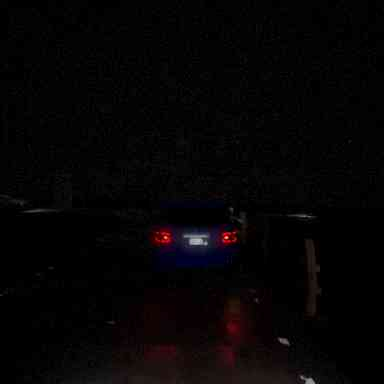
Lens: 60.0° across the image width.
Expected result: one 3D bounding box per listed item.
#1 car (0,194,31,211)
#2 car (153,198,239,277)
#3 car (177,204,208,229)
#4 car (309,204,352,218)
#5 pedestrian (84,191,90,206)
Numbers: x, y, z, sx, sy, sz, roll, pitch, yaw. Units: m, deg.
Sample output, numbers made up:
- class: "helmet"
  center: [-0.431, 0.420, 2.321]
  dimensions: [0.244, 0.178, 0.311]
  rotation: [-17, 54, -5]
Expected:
- class: "car"
  center: [-18.071, 0.977, 32.088]
  dimensions: [4.674, 1.442, 1.812]
  rotation: [2, 3, 0]
- class: "car"
  center: [0.095, 1.200, 10.287]
  dimensions: [2.150, 2.045, 5.566]
  rotation: [0, 1, 0]
- class: "car"
  center: [-0.061, 1.551, 22.246]
  dimensions: [1.895, 1.301, 4.718]
  rotation: [0, 0, -2]
- class: "car"
  center: [14.530, 1.926, 34.901]
  dimensions: [4.181, 1.385, 1.994]
  rotation: [2, 3, 0]
- class: "pedestrian"
  center: [-12.053, 0.718, 38.023]
  dimensions: [0.375, 1.860, 0.375]
  rotation: [0, 1, 0]
